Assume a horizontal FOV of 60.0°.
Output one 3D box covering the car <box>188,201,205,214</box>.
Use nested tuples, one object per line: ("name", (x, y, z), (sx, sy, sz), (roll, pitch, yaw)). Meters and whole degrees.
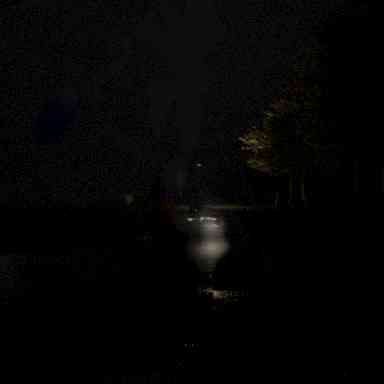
("car", (0.606, 1.943, 42.605), (1.837, 1.490, 4.892), (-1, 0, 4))
